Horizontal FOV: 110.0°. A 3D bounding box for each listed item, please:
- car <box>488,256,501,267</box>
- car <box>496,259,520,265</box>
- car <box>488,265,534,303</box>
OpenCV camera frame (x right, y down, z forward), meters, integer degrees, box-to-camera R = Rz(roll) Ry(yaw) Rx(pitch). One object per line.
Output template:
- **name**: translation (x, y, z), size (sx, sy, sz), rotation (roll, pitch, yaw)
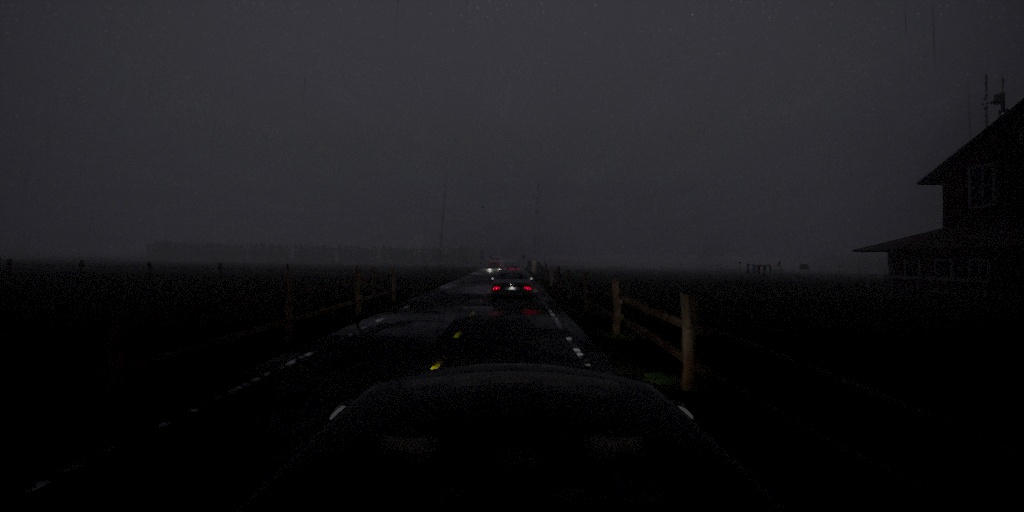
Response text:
- **car**: translation (-2.750, 1.090, 59.472), size (2.150, 2.045, 5.566), rotation (0, 0, 0)
- **car**: translation (0.000, 1.251, 31.501), size (2.128, 1.511, 4.902), rotation (0, 0, 0)
- **car**: translation (0.000, 1.315, 16.500), size (2.033, 1.411, 5.357), rotation (0, 0, 0)
